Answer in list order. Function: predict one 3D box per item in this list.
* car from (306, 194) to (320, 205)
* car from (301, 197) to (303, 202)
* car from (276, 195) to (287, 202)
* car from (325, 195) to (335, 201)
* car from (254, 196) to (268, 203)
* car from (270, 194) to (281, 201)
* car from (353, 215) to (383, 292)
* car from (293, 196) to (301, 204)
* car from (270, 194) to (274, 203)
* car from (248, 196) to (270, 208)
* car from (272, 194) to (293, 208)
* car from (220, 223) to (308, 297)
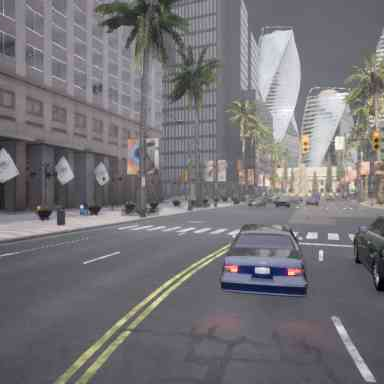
[{"bbox_3d":[21.317,1.564,58.800,1.994,1.385,4.181,0,0,21],"label":"car"},{"bbox_3d":[24.251,1.540,76.052,2.033,1.411,5.357,0,0,22],"label":"car"},{"bbox_3d":[20.383,1.478,75.796,1.882,1.535,5.008,0,0,21],"label":"car"},{"bbox_3d":[34.270,1.591,82.389,1.895,1.301,4.718,0,0,21],"label":"car"},{"bbox_3d":[14.451,1.513,69.450,2.161,1.482,4.786,0,0,21],"label":"car"},{"bbox_3d":[22.554,1.354,89.830,2.185,1.767,4.553,0,0,21],"label":"car"},{"bbox_3d":[5.661,1.352,8.755,2.097,1.767,4.553,0,0,18],"label":"car"},{"bbox_3d":[18.606,1.506,61.858,1.837,1.490,4.892,0,0,22],"label":"car"},{"bbox_3d":[14.865,1.564,61.937,1.994,1.385,4.181,0,0,22],"label":"car"},{"bbox_3d":[9.433,1.493,48.262,2.128,1.511,4.902,0,0,22],"label":"car"},{"bbox_3d":[12.864,1.477,47.100,1.882,1.535,5.008,0,0,19],"label":"car"},{"bbox_3d":[1.946,1.547,8.787,2.033,1.411,5.357,0,0,14],"label":"car"}]
